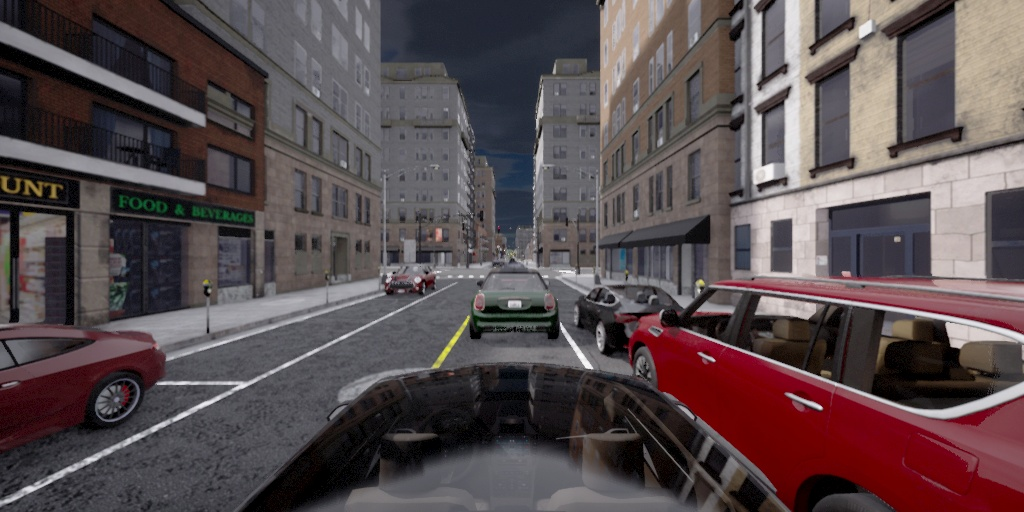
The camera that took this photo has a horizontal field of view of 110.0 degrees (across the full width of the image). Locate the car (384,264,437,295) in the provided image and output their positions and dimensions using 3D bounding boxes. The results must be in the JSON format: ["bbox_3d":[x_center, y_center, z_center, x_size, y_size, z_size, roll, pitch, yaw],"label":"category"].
[{"bbox_3d":[-5.378,1.177,19.380,1.967,1.591,4.097,0,0,0],"label":"car"}]

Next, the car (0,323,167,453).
[{"bbox_3d":[-5.389,1.330,3.020,1.802,1.307,4.207,0,0,0],"label":"car"}]

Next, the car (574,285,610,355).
[{"bbox_3d":[2.640,1.309,8.465,1.948,1.339,4.313,0,0,0],"label":"car"}]

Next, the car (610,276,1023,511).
[{"bbox_3d":[2.635,1.063,3.012,2.192,1.841,5.009,0,0,0],"label":"car"}]

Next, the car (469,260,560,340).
[{"bbox_3d":[0.037,1.094,10.110,2.097,1.767,4.553,0,0,-1],"label":"car"}]
